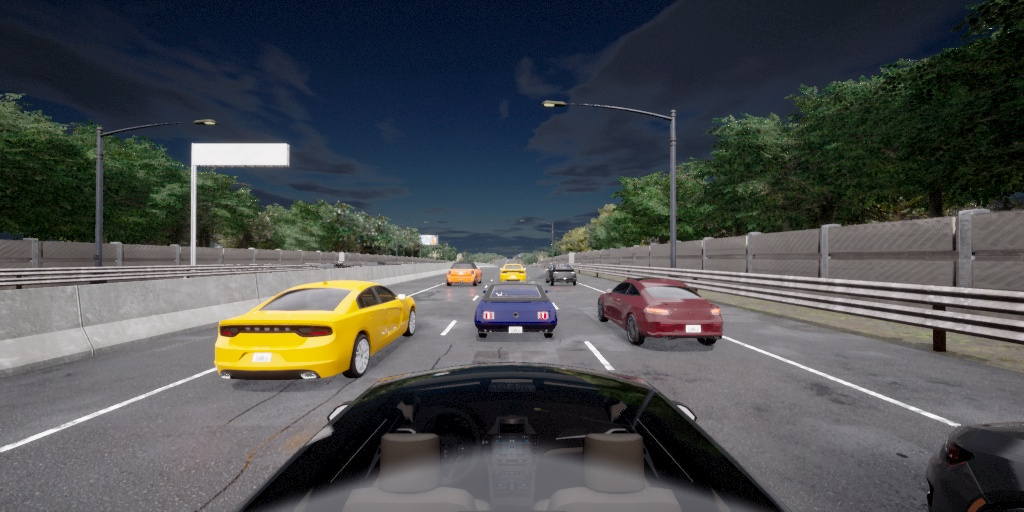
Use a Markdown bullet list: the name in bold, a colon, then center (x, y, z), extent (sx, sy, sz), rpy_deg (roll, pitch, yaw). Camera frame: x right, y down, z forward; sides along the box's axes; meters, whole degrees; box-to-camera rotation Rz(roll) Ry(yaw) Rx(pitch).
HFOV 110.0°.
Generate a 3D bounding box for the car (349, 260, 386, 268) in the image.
- **car**: center (-14.137, 1.310, 36.246), extent (2.097, 1.767, 4.553), rpy_deg (0, -1, 0)

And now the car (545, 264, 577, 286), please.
- **car**: center (3.578, 1.359, 26.721), extent (2.128, 1.511, 4.902), rpy_deg (0, -1, 0)

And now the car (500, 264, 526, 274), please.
- **car**: center (0.072, 1.356, 27.937), extent (1.882, 1.535, 5.008), rpy_deg (0, -1, 0)

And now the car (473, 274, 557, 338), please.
- **car**: center (0.093, 1.364, 10.205), extent (1.895, 1.301, 4.718), rpy_deg (0, 0, 0)

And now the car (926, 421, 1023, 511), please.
- **car**: center (3.603, 1.255, 0.246), extent (1.837, 1.490, 4.892), rpy_deg (0, 0, 0)

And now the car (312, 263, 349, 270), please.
- **car**: center (-17.636, 1.448, 34.695), extent (1.837, 1.490, 4.892), rpy_deg (0, -1, 0)

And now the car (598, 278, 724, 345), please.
- **car**: center (3.592, 1.287, 9.411), extent (1.812, 1.442, 4.674), rpy_deg (0, 0, 0)

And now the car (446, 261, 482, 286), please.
- **car**: center (-3.430, 1.217, 26.407), extent (2.097, 1.767, 4.553), rpy_deg (0, -1, 1)

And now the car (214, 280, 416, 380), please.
- **car**: center (-3.406, 1.234, 7.357), extent (1.882, 1.535, 5.008), rpy_deg (0, 0, 0)

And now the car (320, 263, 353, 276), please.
- **car**: center (-21.142, 1.590, 43.380), extent (1.994, 1.385, 4.181), rpy_deg (0, -1, 0)
